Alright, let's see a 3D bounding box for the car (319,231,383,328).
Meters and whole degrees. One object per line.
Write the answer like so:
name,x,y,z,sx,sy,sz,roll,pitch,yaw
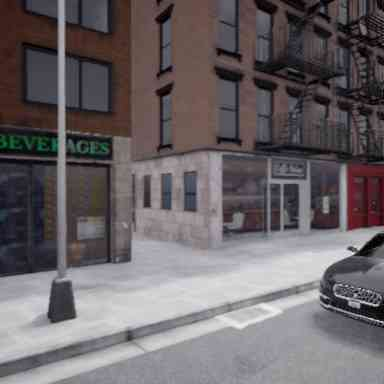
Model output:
car,4.508,1.497,6.597,4.892,1.490,1.837,0,0,-36
